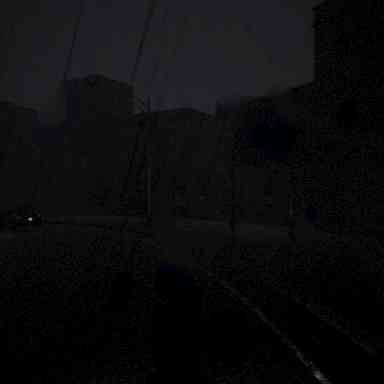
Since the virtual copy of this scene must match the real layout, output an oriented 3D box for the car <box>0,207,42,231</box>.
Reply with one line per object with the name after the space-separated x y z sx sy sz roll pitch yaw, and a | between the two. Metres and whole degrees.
-11.994 1.742 22.350 4.181 1.385 1.994 -1 2 34 | car
